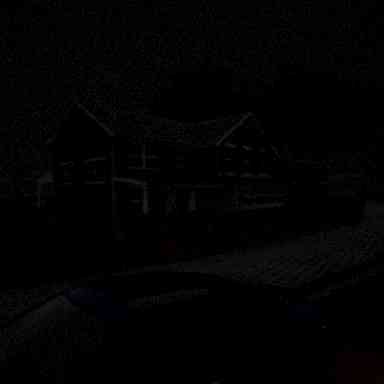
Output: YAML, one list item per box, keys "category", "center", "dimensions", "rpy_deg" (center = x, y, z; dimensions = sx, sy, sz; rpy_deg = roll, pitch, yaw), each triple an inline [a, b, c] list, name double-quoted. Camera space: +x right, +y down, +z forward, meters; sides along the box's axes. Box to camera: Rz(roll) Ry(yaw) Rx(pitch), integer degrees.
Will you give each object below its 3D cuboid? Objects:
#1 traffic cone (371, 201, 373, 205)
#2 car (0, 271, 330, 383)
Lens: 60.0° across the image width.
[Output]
- category: "traffic cone"
  center: [29.035, 1.792, 53.728]
  dimensions: [0.340, 0.580, 0.340]
  rpy_deg: [0, 0, 9]
- category: "car"
  center: [-0.629, 1.532, 2.828]
  dimensions: [4.674, 1.442, 1.812]
  rpy_deg: [0, 0, -38]
